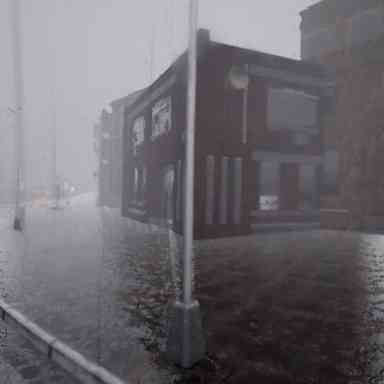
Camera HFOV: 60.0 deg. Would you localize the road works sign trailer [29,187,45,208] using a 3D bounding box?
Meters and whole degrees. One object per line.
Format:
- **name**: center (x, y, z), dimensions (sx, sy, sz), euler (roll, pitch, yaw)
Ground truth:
- **road works sign trailer**: center (-26.951, 0.923, 58.040), dimensions (2.380, 3.560, 2.880), euler (1, -1, -16)
